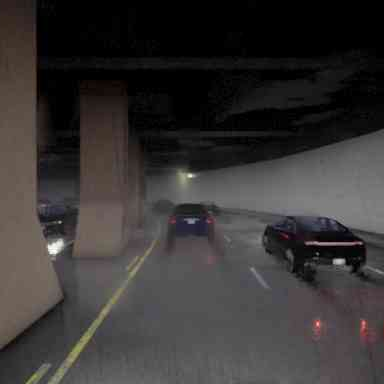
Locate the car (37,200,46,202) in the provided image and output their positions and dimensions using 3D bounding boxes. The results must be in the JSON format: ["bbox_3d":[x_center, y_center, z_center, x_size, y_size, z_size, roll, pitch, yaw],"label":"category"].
[{"bbox_3d":[-11.212,1.507,21.134,1.837,1.490,4.892,0,0,-7],"label":"car"}]

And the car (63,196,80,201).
[{"bbox_3d":[-21.160,1.498,58.502,2.128,1.511,4.902,0,0,-38],"label":"car"}]

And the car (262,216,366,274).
[{"bbox_3d":[3.575,1.492,10.585,2.128,1.511,4.902,0,0,-1],"label":"car"}]

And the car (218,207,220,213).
[{"bbox_3d":[1.211,1.603,32.941,1.895,1.301,4.718,0,0,-12],"label":"car"}]

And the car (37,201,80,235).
[{"bbox_3d":[-7.488,1.493,18.627,2.128,1.511,4.902,0,0,-5],"label":"car"}]

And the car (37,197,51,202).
[{"bbox_3d":[-26.986,1.572,59.706,4.181,1.385,1.994,0,0,43],"label":"car"}]

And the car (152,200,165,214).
[{"bbox_3d":[-3.016,1.529,35.386,1.812,1.442,4.674,0,0,-14],"label":"car"}]

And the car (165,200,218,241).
[{"bbox_3d":[-0.148,1.353,16.860,2.097,1.767,4.553,0,0,-3],"label":"car"}]
